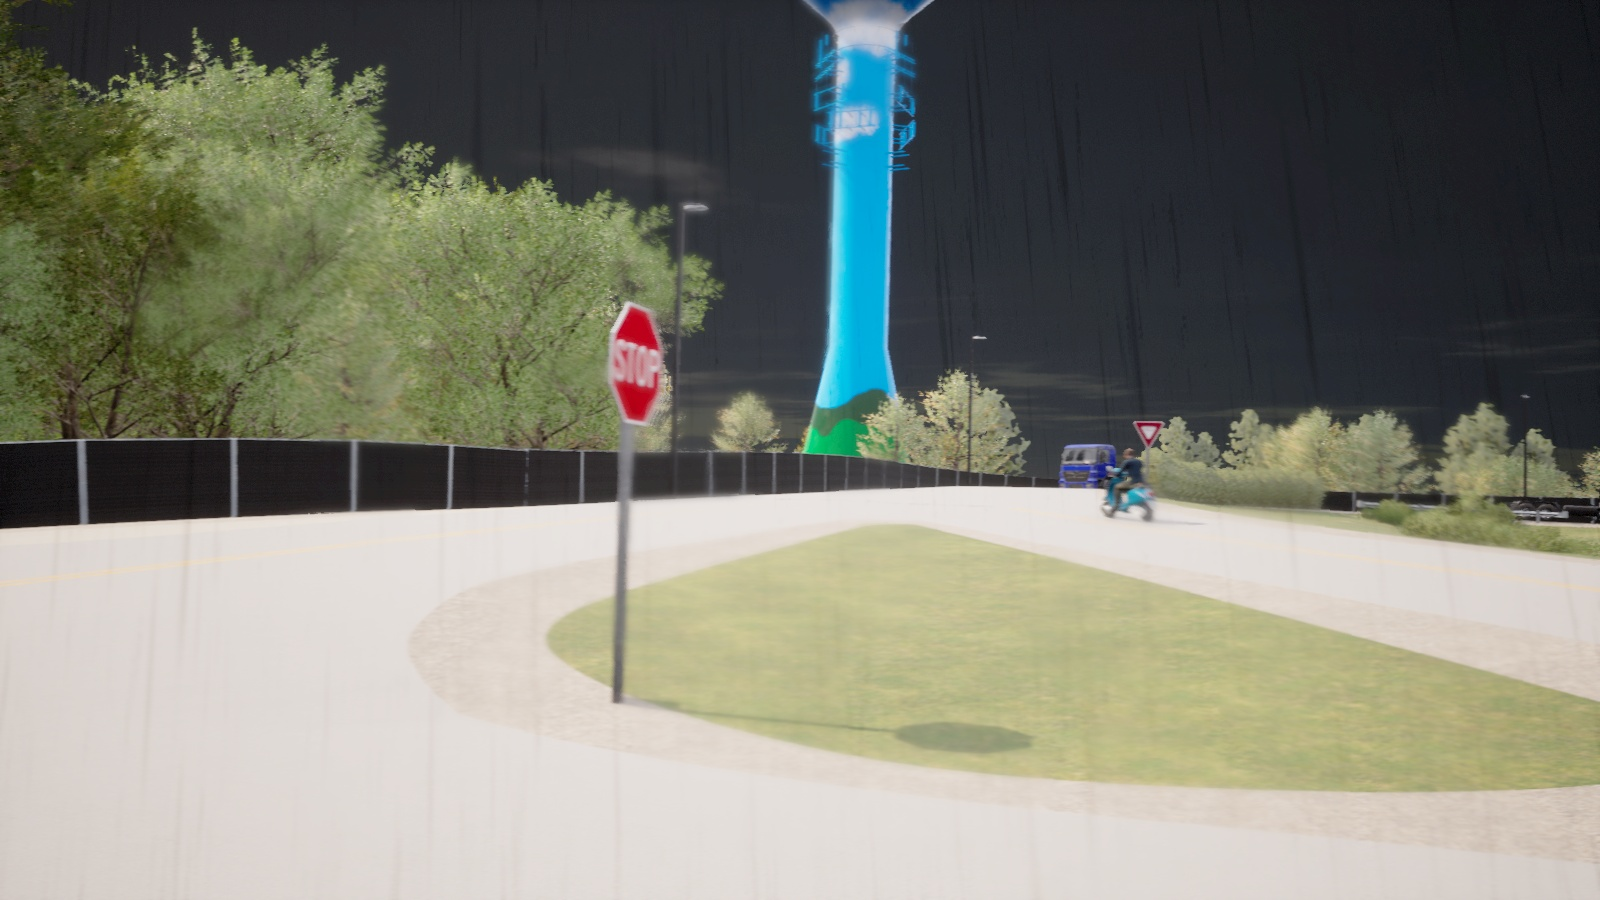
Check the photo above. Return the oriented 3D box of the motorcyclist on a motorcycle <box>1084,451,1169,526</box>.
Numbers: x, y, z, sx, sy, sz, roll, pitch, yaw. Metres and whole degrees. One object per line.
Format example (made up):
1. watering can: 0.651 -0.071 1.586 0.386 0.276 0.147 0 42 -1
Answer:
1. motorcyclist on a motorcycle: 7.172 0.819 27.662 0.866 1.590 1.817 0 1 -23

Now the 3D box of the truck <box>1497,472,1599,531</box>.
1. truck: 50.645 3.471 82.666 7.936 3.462 2.891 3 -2 24

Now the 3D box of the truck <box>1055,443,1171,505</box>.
1. truck: 20.099 1.606 80.424 7.936 3.462 2.891 5 -4 -38
